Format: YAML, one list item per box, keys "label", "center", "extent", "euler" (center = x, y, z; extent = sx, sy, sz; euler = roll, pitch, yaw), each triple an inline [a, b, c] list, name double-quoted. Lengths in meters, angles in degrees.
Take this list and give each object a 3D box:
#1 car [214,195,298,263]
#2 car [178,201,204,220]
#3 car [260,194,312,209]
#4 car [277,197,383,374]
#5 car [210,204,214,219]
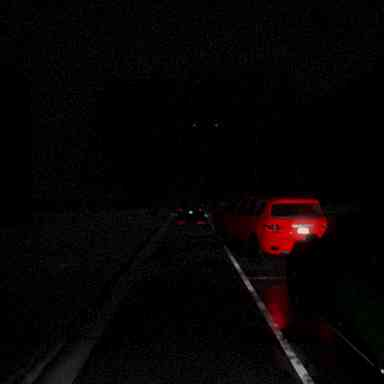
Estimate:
- label: "car"
  center: [2.621, 1.152, 11.956]
  extent: [2.150, 2.045, 5.566]
  euler: [0, 0, -11]
- label: "car"
  center: [-0.066, 1.416, 26.224]
  extent: [1.994, 1.385, 4.181]
  euler: [0, 0, 0]
- label: "car"
  center: [10.708, 1.074, 38.092]
  extent: [5.357, 1.411, 2.033]
  euler: [-1, 1, 0]
- label: "car"
  center: [2.962, 1.201, 4.372]
  extent: [2.150, 2.045, 5.566]
  euler: [0, 0, 0]
- label: "car"
  center: [2.496, 1.390, 27.520]
  extent: [1.887, 1.381, 4.507]
  euler: [-1, 0, 0]
